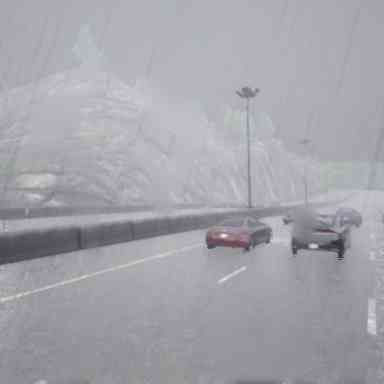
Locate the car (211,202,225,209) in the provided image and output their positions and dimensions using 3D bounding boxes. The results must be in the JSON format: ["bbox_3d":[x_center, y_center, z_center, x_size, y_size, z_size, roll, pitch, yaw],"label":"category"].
[{"bbox_3d":[5.574,2.599,65.612,2.033,1.411,5.357,0,-1,29],"label":"car"}]

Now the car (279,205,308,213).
[{"bbox_3d":[8.877,1.974,27.488,2.033,1.411,5.357,0,-1,29],"label":"car"}]

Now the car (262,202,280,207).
[{"bbox_3d":[14.869,2.564,60.795,1.994,1.385,4.181,0,-1,29],"label":"car"}]

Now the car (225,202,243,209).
[{"bbox_3d":[8.668,2.598,64.014,1.994,1.385,4.181,0,-1,29],"label":"car"}]

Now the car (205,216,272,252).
[{"bbox_3d":[2.247,1.765,15.183,1.994,1.385,4.181,0,-1,29],"label":"car"}]

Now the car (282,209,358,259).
[{"bbox_3d":[5.318,1.675,13.508,2.128,1.511,4.902,0,-1,29],"label":"car"}]

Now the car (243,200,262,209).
[{"bbox_3d":[11.788,2.371,62.446,2.097,1.767,4.553,0,-1,29],"label":"car"}]

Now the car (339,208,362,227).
[{"bbox_3d":[12.432,1.988,26.682,1.994,1.385,4.181,0,-1,29],"label":"car"}]
